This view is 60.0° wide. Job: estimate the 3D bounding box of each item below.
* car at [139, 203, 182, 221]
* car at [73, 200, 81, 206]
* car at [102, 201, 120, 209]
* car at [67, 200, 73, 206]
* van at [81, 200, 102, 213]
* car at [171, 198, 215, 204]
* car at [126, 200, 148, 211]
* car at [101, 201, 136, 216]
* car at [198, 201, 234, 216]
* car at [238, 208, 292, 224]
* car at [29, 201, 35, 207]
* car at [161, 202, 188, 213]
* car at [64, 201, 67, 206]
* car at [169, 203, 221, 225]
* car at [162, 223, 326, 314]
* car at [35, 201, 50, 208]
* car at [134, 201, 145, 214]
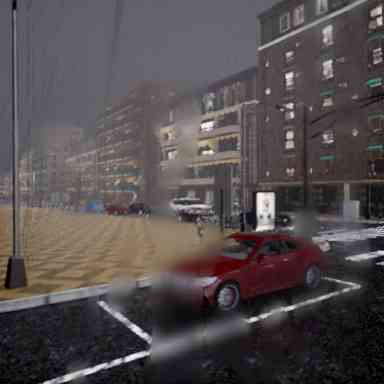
[{"bbox_3d":[-2.884,1.991,31.877,2.008,1.369,4.403,-1,0,-36],"label":"car"},{"bbox_3d":[-25.406,2.562,77.457,1.967,1.590,4.097,-2,0,-36],"label":"car"},{"bbox_3d":[-15.599,2.458,63.928,1.802,1.307,4.206,-2,0,-36],"label":"car"},{"bbox_3d":[-28.671,2.769,81.967,1.947,1.339,4.313,-2,0,-36],"label":"car"},{"bbox_3d":[-13.890,2.057,47.232,1.690,1.788,3.998,-1,0,-36],"label":"van"},{"bbox_3d":[-0.120,1.631,32.713,2.150,2.045,5.566,0,-1,-36],"label":"car"},{"bbox_3d":[-9.064,2.153,54.912,1.967,1.590,4.097,-2,0,-36],"label":"car"},{"bbox_3d":[-8.967,2.137,40.349,1.887,1.381,4.507,-1,0,-36],"label":"car"},{"bbox_3d":[2.796,1.859,38.756,1.967,1.590,4.097,-2,0,-36],"label":"car"},{"bbox_3d":[5.419,1.836,25.069,1.994,1.385,4.181,0,-1,-36],"label":"car"},{"bbox_3d":[-38.725,2.883,81.560,1.887,1.381,4.507,-1,0,-36],"label":"car"},{"bbox_3d":[-2.465,2.131,45.936,1.802,1.307,4.206,-2,0,-36],"label":"car"},{"bbox_3d":[-31.939,2.831,86.477,1.887,1.381,4.507,-2,0,-36],"label":"car"},{"bbox_3d":[0.384,1.910,27.367,2.008,1.369,4.403,-1,0,-36],"label":"car"},{"bbox_3d":[1.335,1.589,7.522,4.206,1.307,1.802,0,0,-36],"label":"car"},{"bbox_3d":[-32.189,2.725,72.541,2.008,1.369,4.403,-1,0,-36],"label":"car"},{"bbox_3d":[-6.231,2.067,41.167,1.837,1.490,4.892,0,-1,-36],"label":"car"}]
